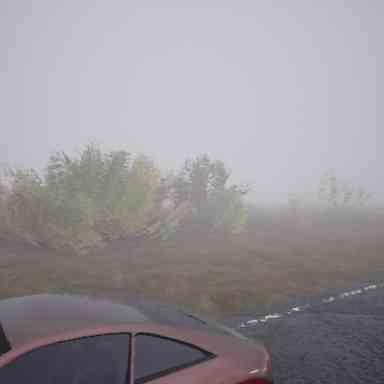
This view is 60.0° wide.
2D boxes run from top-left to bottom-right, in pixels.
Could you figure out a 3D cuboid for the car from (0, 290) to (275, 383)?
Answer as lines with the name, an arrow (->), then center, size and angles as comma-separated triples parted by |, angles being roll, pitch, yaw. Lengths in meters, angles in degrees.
car -> -1.286, 1.564, 2.411 | 4.181, 1.385, 1.994 | 1, 0, -35
